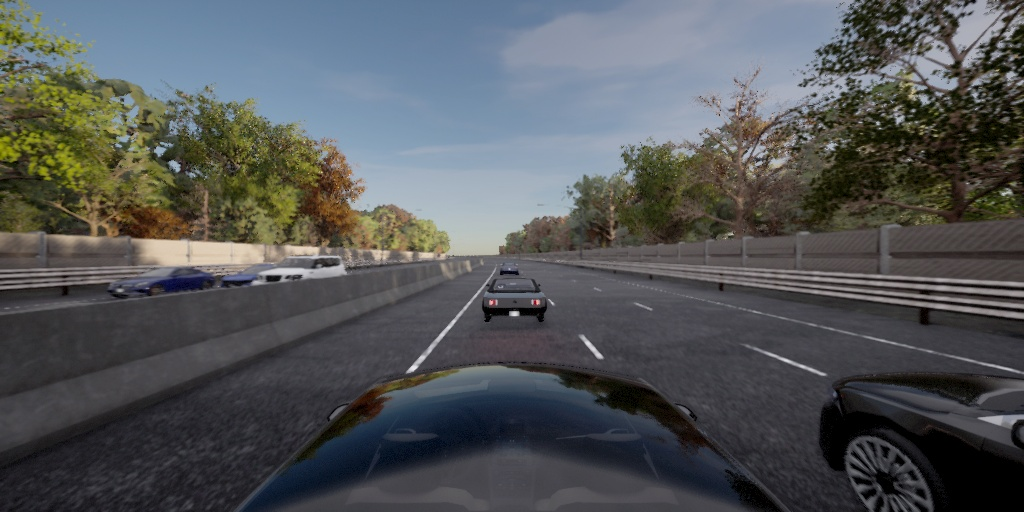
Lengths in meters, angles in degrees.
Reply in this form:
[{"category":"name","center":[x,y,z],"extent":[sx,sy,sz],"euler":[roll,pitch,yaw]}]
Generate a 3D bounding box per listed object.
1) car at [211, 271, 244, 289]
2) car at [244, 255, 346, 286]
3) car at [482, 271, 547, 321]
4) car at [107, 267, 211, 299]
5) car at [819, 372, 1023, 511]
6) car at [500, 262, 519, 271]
[{"category":"car","center":[-14.212,1.235,20.658],"extent":[1.882,1.535,5.008],"euler":[0,0,-1]},{"category":"car","center":[-10.690,0.978,18.667],"extent":[2.150,2.045,5.566],"euler":[0,0,-1]},{"category":"car","center":[0.059,1.355,12.422],"extent":[1.895,1.301,4.718],"euler":[0,0,0]},{"category":"car","center":[-17.689,1.283,18.486],"extent":[1.812,1.442,4.674],"euler":[0,0,-1]},{"category":"car","center":[3.592,1.241,1.114],"extent":[2.128,1.511,4.902],"euler":[0,0,0]},{"category":"car","center":[-0.309,1.328,39.183],"extent":[1.994,1.385,4.181],"euler":[0,0,-1]}]
